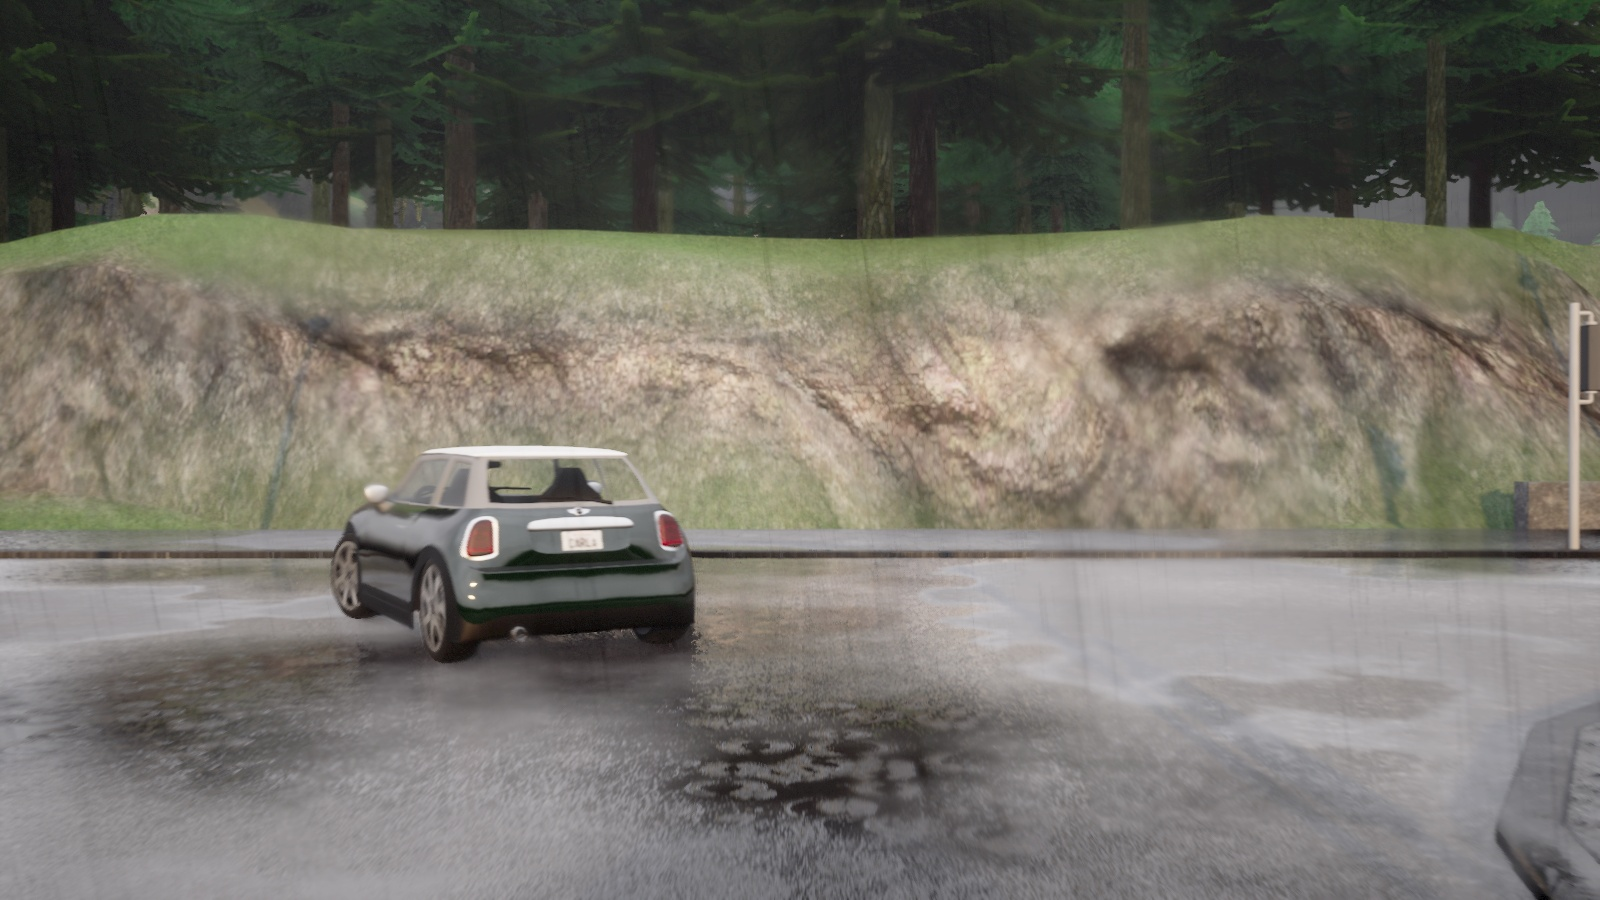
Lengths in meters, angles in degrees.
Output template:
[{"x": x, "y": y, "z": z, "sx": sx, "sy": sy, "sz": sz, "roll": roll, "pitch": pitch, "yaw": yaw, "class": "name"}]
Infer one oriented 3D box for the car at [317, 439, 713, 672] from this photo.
[{"x": -2.464, "y": 0.659, "z": 10.086, "sx": 1.970, "sy": 1.475, "sz": 3.806, "roll": 0, "pitch": 0, "yaw": -32, "class": "car"}]
